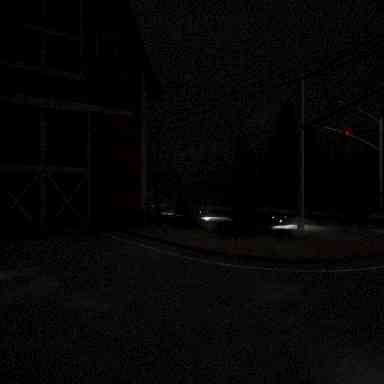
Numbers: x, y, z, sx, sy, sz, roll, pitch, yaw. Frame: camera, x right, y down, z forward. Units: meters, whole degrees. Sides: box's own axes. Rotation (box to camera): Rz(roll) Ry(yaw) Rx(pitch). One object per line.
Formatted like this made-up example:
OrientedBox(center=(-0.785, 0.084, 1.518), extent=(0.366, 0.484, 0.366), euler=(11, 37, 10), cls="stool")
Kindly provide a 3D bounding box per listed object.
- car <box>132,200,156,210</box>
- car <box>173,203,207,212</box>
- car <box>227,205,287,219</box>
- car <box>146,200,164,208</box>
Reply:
OrientedBox(center=(-7.351, 1.890, 50.681), extent=(1.994, 1.385, 4.181), euler=(0, 0, -34), cls="car")
OrientedBox(center=(-0.296, 1.788, 33.841), extent=(1.994, 1.385, 4.181), euler=(0, 0, -34), cls="car")
OrientedBox(center=(4.918, 1.723, 26.225), extent=(2.033, 1.411, 5.357), euler=(0, 0, -34), cls="car")
OrientedBox(center=(-5.274, 1.871, 41.109), extent=(1.895, 1.301, 4.718), euler=(0, 0, -34), cls="car")
